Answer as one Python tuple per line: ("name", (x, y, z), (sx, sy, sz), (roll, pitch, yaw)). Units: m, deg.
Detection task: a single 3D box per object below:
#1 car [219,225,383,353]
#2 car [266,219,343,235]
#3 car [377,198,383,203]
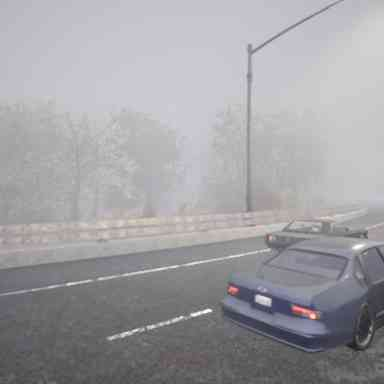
("car", (2.937, 1.584, 6.267), (5.357, 1.411, 2.033), (0, 0, -39))
("car", (4.886, 1.670, 12.599), (4.718, 1.301, 1.895), (0, 0, -42))
("car", (46.064, 2.079, 79.314), (1.895, 1.301, 4.718), (0, 0, 6))
